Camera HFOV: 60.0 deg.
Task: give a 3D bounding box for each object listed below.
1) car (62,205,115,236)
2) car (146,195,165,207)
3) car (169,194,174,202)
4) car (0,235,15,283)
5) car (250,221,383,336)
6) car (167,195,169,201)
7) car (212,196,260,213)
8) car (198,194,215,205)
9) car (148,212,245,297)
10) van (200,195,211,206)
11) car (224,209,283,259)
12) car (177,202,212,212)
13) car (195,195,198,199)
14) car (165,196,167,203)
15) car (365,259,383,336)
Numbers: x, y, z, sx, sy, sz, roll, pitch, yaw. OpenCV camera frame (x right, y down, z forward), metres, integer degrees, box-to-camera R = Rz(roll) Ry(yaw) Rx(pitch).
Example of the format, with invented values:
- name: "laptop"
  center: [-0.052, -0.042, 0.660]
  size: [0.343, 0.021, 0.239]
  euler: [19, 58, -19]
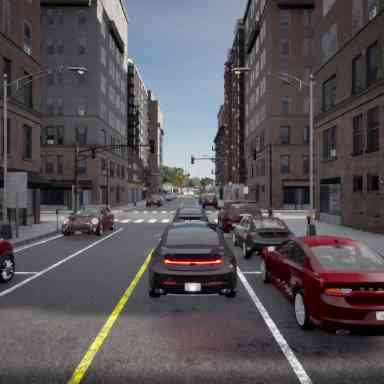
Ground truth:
- name: "car"
  center: [-5.508, 1.440, 18.050]
  size: [1.967, 1.590, 4.097]
  euler: [0, 0, 0]
- name: "car"
  center: [-5.761, 1.313, 50.608]
  size: [2.192, 1.841, 5.009]
  euler: [0, 0, 0]
- name: "car"
  center: [-5.938, 1.540, 78.126]
  size: [1.887, 1.381, 4.507]
  euler: [0, 0, 0]
- name: "car"
  center: [-5.430, 1.440, 6.685]
  size: [1.967, 1.590, 4.097]
  euler: [0, 0, 0]
- name: "car"
  center: [2.595, 1.545, 6.741]
  size: [1.887, 1.381, 4.507]
  euler: [0, 0, 0]
- name: "car"
  center: [-5.832, 1.548, 61.615]
  size: [2.008, 1.369, 4.403]
  euler: [0, 0, 0]
- name: "car"
  center: [2.517, 1.315, 18.105]
  size: [2.192, 1.841, 5.009]
  euler: [0, 0, 0]
- name: "car"
  center: [2.395, 1.314, 45.161]
  size: [2.192, 1.841, 5.009]
  euler: [0, 0, 0]
- name: "car"
  center: [0.014, 1.505, 8.562]
  size: [1.837, 1.490, 4.892]
  euler: [0, 0, 0]
- name: "van"
  center: [2.311, 1.339, 56.168]
  size: [1.690, 1.788, 3.998]
  euler: [0, 0, 0]
- name: "car"
  center: [2.556, 1.551, 12.423]
  size: [2.008, 1.369, 4.403]
  euler: [0, 0, 0]
- name: "car"
  center: [-0.059, 1.505, 17.978]
  size: [1.837, 1.490, 4.892]
  euler: [0, 0, 0]
- name: "car"
  center: [2.269, 1.312, 61.672]
  size: [2.192, 1.841, 5.009]
  euler: [0, 0, 0]
- name: "car"
  center: [-5.796, 1.564, 56.111]
  size: [1.947, 1.339, 4.313]
  euler: [0, 0, 0]
- name: "car"
  center: [2.634, 1.440, 1.059]
  size: [1.967, 1.590, 4.097]
  euler: [0, 0, 0]
